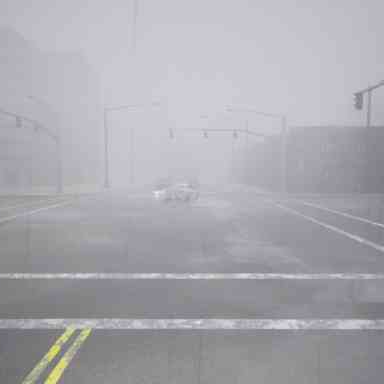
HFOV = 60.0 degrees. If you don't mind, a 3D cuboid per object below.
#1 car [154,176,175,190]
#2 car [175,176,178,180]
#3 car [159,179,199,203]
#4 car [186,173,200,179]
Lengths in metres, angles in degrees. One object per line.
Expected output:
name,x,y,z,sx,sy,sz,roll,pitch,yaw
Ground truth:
car,-3.543,-0.945,41.389,1.994,1.385,4.181,0,4,0
car,-3.527,-1.669,51.296,1.837,1.490,4.892,0,4,0
car,-0.760,0.013,26.534,1.812,1.442,4.674,1,4,15
car,0.170,-1.862,53.965,2.128,1.511,4.902,0,4,0
